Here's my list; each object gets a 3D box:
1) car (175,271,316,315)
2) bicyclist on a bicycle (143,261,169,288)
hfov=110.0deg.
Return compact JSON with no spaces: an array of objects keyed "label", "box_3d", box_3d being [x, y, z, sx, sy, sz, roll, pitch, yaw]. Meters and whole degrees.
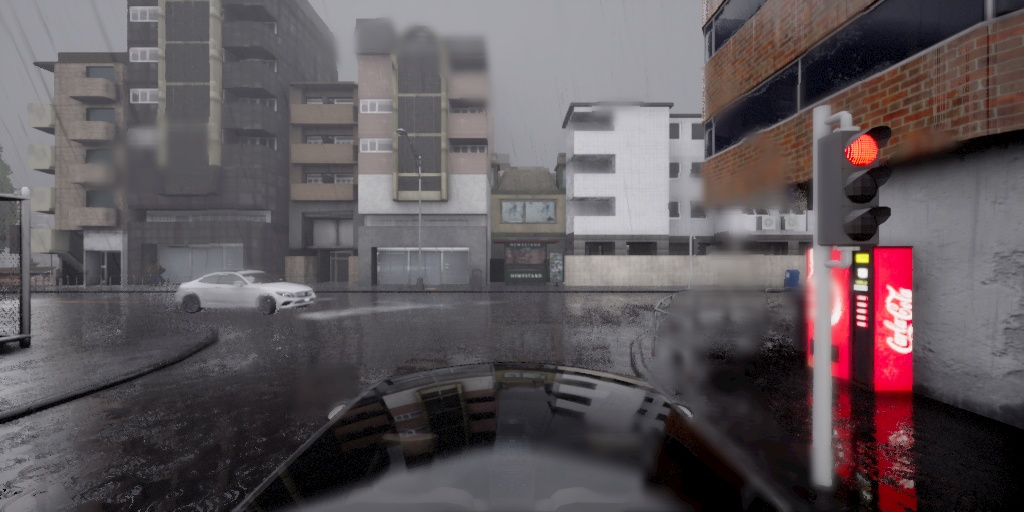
[{"label":"car","box_3d":[-9.620,1.276,13.040,4.674,1.442,1.812,0,0,6]},{"label":"bicyclist on a bicycle","box_3d":[-21.609,1.099,21.745,0.582,1.620,1.656,0,0,0]}]
